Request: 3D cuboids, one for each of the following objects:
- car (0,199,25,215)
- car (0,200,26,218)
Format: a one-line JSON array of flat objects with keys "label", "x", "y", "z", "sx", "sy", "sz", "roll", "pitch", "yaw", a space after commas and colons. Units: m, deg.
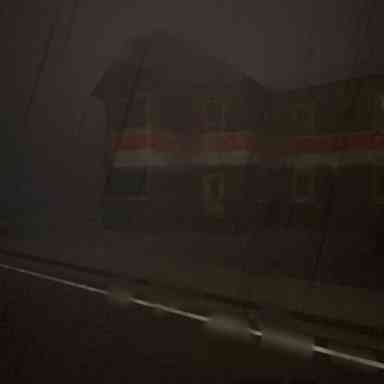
[{"label": "car", "x": -16.324, "y": 1.278, "z": 27.585, "sx": 1.853, "sy": 1.218, "sz": 4.536, "roll": 0, "pitch": 0, "yaw": 16}, {"label": "car", "x": -16.338, "y": 1.436, "z": 27.535, "sx": 2.038, "sy": 1.542, "sz": 4.974, "roll": 0, "pitch": 0, "yaw": 16}]
